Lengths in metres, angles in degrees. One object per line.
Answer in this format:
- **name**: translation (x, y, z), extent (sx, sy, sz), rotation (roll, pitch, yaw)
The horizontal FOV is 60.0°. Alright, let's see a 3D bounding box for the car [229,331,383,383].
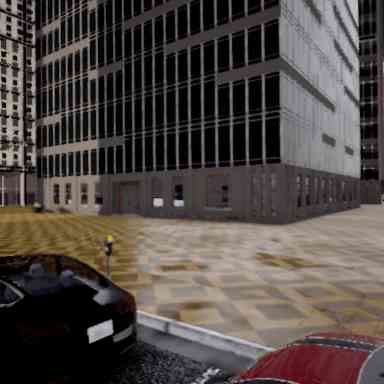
- **car**: translation (1.959, 1.439, 1.632), extent (4.097, 1.590, 1.967), rotation (0, -1, 36)

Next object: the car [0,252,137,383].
- **car**: translation (-2.701, 1.581, 4.894), extent (4.313, 1.339, 1.947), rotation (0, -1, 36)
